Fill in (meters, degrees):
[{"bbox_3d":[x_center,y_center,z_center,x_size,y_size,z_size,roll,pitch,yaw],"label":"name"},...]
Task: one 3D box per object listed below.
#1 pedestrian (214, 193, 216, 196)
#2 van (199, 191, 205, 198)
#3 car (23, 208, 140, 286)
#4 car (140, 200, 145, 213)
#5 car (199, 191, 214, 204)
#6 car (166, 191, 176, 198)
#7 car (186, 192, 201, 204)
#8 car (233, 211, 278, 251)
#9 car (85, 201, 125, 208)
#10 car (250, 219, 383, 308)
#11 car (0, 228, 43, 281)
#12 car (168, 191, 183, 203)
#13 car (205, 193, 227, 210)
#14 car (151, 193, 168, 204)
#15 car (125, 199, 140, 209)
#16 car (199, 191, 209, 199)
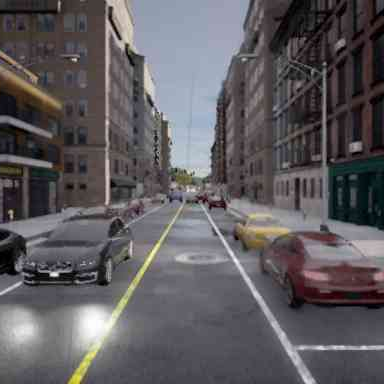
[{"bbox_3d":[2.778,0.986,40.249,0.375,1.860,0.375,0,0,0],"label":"pedestrian"},{"bbox_3d":[2.756,0.640,90.997,1.690,1.788,3.998,0,0,0],"label":"van"},{"bbox_3d":[-2.844,1.434,9.297,1.837,1.490,4.892,0,0,0],"label":"car"},{"bbox_3d":[-5.366,1.314,30.213,1.887,1.381,4.507,0,0,0],"label":"car"},{"bbox_3d":[2.675,0.910,52.934,2.192,1.841,5.009,0,0,0],"label":"car"},{"bbox_3d":[-5.358,0.657,85.498,2.192,1.841,5.009,0,0,0],"label":"car"},{"bbox_3d":[0.061,1.158,52.964,1.994,1.385,4.181,0,0,1],"label":"car"},{"bbox_3d":[2.647,1.424,13.331,1.752,1.417,4.829,0,0,0],"label":"car"},{"bbox_3d":[-5.374,1.401,18.848,1.887,1.381,4.507,0,0,0],"label":"car"},{"bbox_3d":[2.643,1.524,7.479,1.802,1.307,4.206,0,0,0],"label":"car"},{"bbox_3d":[-5.383,1.508,7.484,1.947,1.339,4.313,0,0,0],"label":"car"},{"bbox_3d":[-2.710,0.767,57.253,2.150,2.045,5.566,0,0,0],"label":"car"},{"bbox_3d":[2.776,1.194,37.247,1.882,1.535,5.008,0,0,0],"label":"car"},{"bbox_3d":[-5.350,1.035,52.940,1.967,1.590,4.097,0,0,0],"label":"car"},{"bbox_3d":[-5.370,1.364,24.530,2.008,1.369,4.403,0,0,0],"label":"car"},{"bbox_3d":[2.757,0.700,79.989,2.192,1.841,5.009,0,0,0],"label":"car"}]
